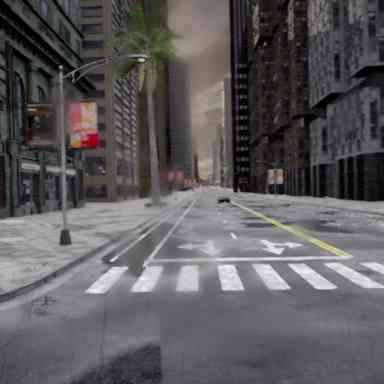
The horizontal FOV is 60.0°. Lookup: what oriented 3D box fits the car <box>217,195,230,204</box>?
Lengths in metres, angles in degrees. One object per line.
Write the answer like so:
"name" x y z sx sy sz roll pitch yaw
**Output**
"car" 4.802 1.156 50.907 1.895 1.301 4.718 -1 0 2
